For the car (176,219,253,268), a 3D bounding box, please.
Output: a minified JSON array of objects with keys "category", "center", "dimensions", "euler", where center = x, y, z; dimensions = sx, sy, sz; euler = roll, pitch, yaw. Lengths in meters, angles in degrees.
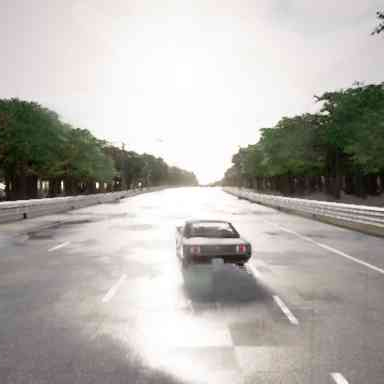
[{"category":"car","center":[0.462,1.524,10.962],"dimensions":[1.895,1.301,4.718],"euler":[0,0,-6]}]
